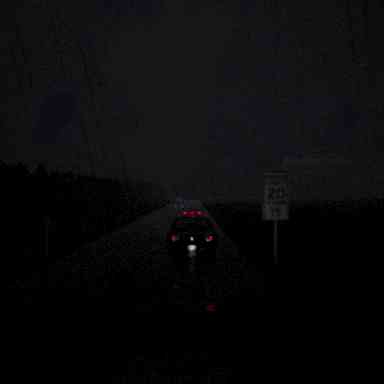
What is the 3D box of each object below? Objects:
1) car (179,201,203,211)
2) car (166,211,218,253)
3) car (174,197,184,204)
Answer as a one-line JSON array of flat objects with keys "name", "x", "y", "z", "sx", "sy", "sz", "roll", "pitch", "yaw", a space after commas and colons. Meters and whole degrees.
[{"name": "car", "x": 0.018, "y": 1.730, "z": 29.123, "sx": 1.895, "sy": 1.301, "sz": 4.718, "roll": 0, "pitch": 0, "yaw": 0}, {"name": "car", "x": 0.010, "y": 1.691, "z": 14.114, "sx": 1.895, "sy": 1.301, "sz": 4.718, "roll": 0, "pitch": 0, "yaw": 0}, {"name": "car", "x": -2.710, "y": 1.807, "z": 71.019, "sx": 1.812, "sy": 1.442, "sz": 4.674, "roll": 0, "pitch": 0, "yaw": 0}]
